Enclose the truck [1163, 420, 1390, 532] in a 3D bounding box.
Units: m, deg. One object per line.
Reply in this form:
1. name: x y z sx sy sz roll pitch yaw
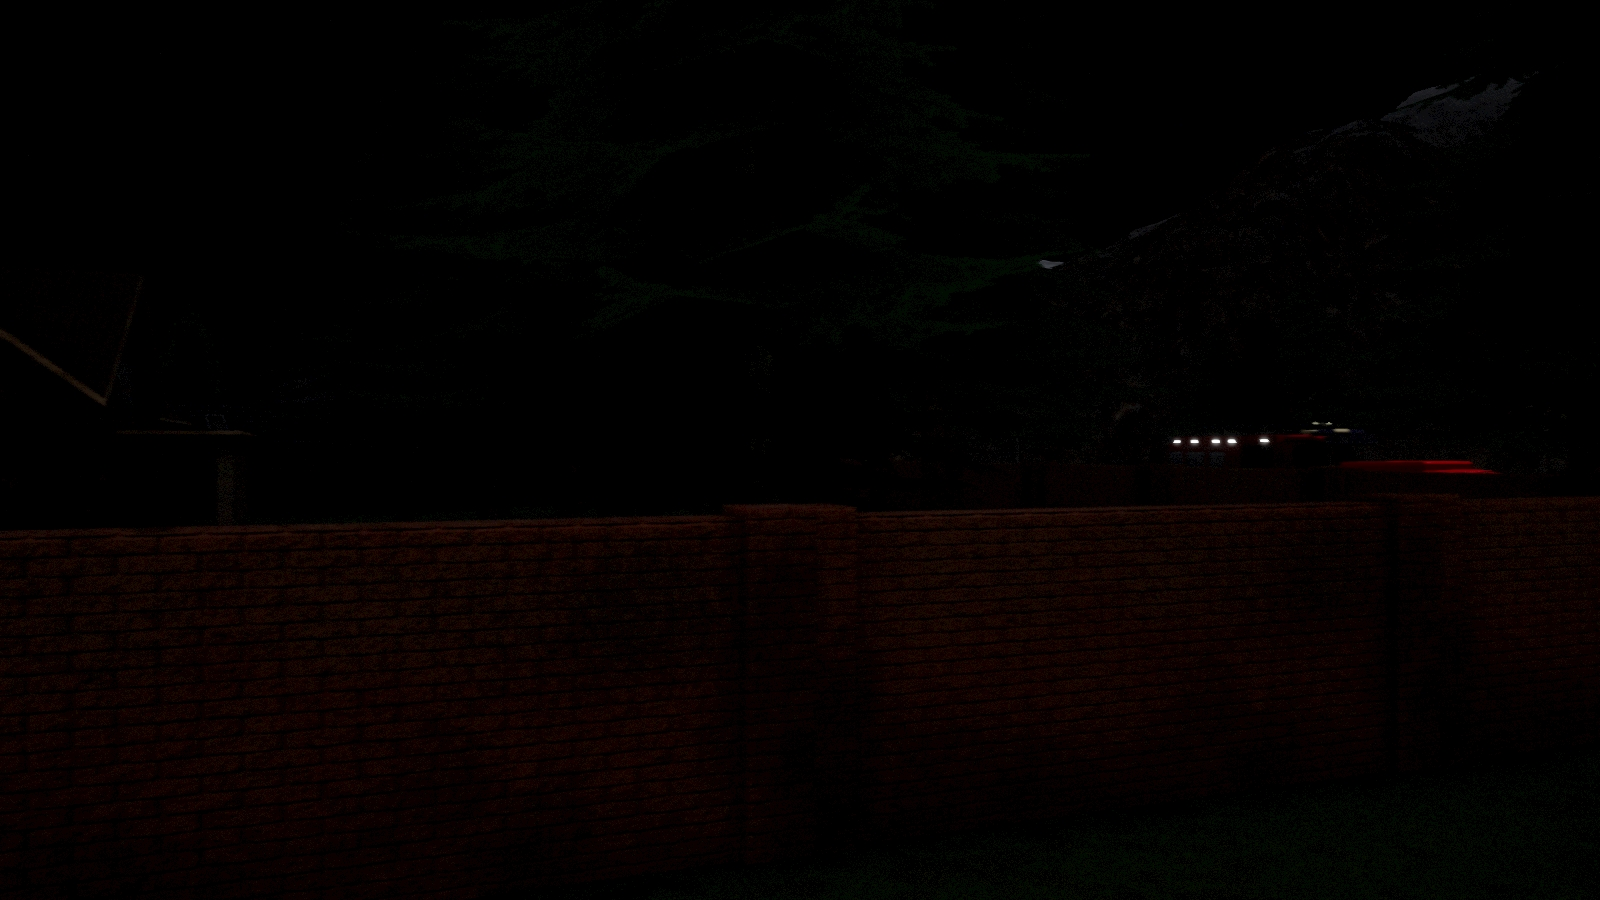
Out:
1. truck: 17.797 0.885 43.478 2.891 3.827 8.468 0 0 -21
